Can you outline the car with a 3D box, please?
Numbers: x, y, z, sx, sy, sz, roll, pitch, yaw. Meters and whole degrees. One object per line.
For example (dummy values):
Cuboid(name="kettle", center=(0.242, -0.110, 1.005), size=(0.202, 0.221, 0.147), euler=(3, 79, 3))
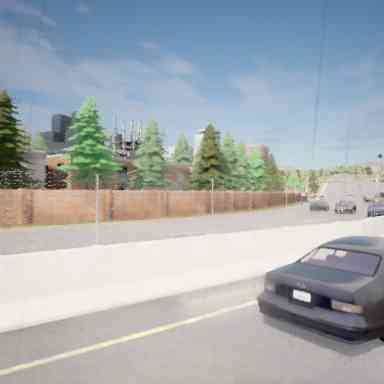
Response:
Cuboid(name="car", center=(3.582, 1.582, 6.459), size=(5.357, 1.411, 2.033), euler=(0, 0, -38))
